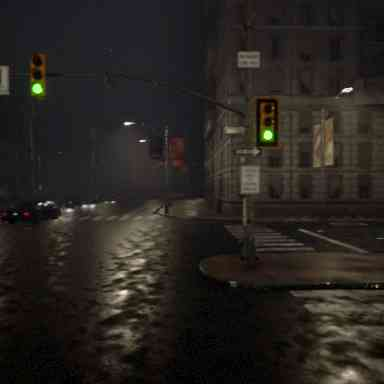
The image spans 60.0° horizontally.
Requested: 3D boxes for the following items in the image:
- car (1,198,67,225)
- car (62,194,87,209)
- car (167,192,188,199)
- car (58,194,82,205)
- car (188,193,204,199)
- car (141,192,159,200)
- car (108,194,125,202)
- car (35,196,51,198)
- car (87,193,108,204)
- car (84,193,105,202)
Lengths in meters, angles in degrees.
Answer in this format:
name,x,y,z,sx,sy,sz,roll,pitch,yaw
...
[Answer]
name,x,y,z,sx,sy,sz,roll,pitch,yaw
car,-10.634,1.355,22.444,2.033,1.411,5.357,0,1,-1
car,-14.556,1.179,39.836,1.812,1.442,4.674,0,1,-1
car,-3.798,0.772,76.546,1.882,1.535,5.008,0,1,37
car,-18.241,1.043,50.019,1.882,1.535,5.008,0,1,-1
car,0.633,0.825,76.709,2.033,1.411,5.357,0,1,40
car,-8.476,0.739,67.410,2.097,1.767,4.553,0,1,21
car,-13.953,1.006,60.662,2.033,1.411,5.357,0,1,9
car,-18.060,1.205,40.043,2.033,1.411,5.357,0,1,-1
car,-14.741,1.049,50.235,2.128,1.511,4.902,0,1,-1
car,-17.583,0.974,60.238,1.837,1.490,4.892,0,1,9
